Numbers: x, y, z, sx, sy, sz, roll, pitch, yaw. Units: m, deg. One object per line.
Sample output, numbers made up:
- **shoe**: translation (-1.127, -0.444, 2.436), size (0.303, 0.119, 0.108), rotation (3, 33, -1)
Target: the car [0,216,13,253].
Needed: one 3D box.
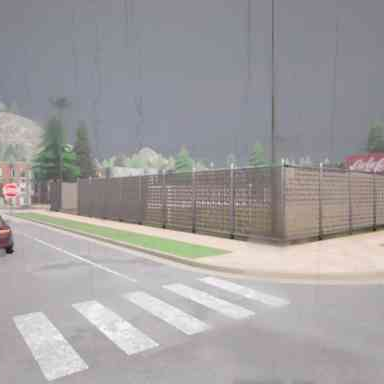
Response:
- **car**: translation (-8.087, 1.523, 12.791), size (1.812, 1.442, 4.674), rotation (0, 0, -34)
